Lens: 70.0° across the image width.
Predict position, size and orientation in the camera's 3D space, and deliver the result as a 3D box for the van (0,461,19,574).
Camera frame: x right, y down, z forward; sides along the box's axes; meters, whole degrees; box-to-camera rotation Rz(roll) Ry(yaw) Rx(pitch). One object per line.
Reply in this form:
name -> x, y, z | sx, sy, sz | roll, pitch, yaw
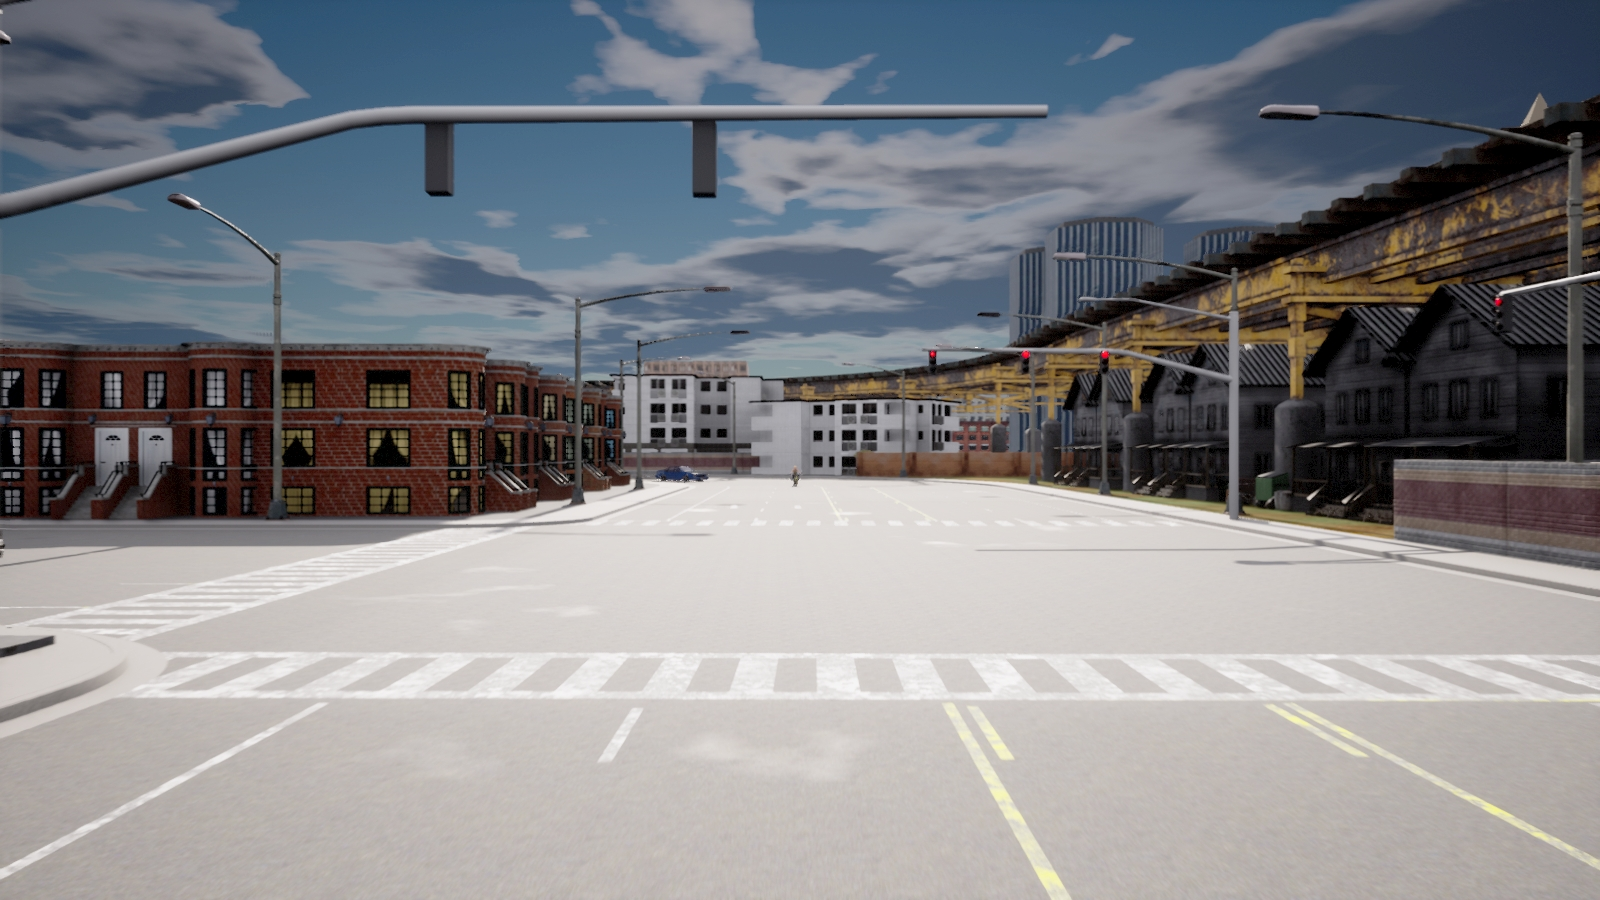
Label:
van -> -21.078, 1.532, 25.522 | 5.915, 2.561, 1.988 | 0, 0, 0
